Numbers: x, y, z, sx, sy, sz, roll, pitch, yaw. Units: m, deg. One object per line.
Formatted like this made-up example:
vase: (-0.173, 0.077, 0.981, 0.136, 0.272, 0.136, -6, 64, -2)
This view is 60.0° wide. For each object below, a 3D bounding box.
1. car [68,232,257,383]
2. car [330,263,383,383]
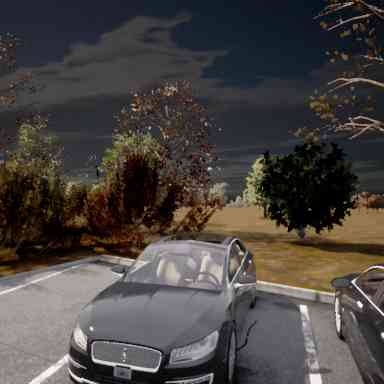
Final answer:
car: (-0.006, 1.487, 5.512, 2.231, 1.521, 4.892, 1, -1, 16)
car: (2.752, 1.486, 3.533, 2.231, 1.521, 4.892, 0, -1, 15)
